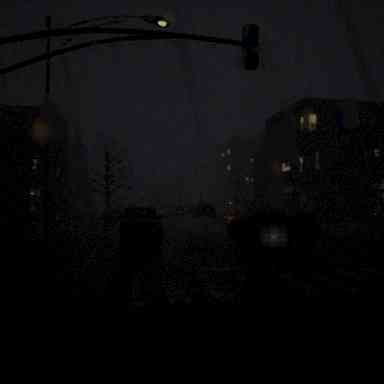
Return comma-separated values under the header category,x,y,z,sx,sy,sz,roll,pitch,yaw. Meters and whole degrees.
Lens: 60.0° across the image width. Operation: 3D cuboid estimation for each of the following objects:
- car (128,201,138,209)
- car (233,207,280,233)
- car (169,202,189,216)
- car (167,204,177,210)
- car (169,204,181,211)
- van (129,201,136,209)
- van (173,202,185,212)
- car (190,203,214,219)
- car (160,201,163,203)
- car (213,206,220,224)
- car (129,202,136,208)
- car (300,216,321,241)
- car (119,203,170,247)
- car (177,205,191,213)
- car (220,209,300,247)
category,x,y,z,sx,sy,sz,roll,pitch,yaw
car,-14.732,3.267,82.830,2.192,1.841,5.009,0,-1,-10
car,4.584,1.985,24.348,1.967,1.590,4.097,0,-1,-10
car,-2.149,2.553,46.302,1.882,1.535,5.008,0,-1,-10
car,-4.476,3.321,73.436,1.802,1.307,4.206,0,-1,-10
car,-3.469,3.151,67.983,1.887,1.381,4.507,0,-1,-10
van,-15.739,3.426,88.284,1.690,1.788,3.998,0,-1,-10
van,-2.464,2.815,62.533,1.690,1.788,3.998,0,-1,-10
car,1.562,2.259,40.714,2.192,1.841,5.009,0,-1,-10
car,-7.496,3.718,89.800,1.802,1.307,4.206,0,-1,-10
car,3.547,2.207,29.968,1.752,1.417,4.829,0,-1,-10
car,-16.745,3.657,93.736,1.967,1.590,4.097,0,-1,-10
car,5.591,1.978,18.890,1.947,1.339,4.313,0,-1,-10
car,-2.651,1.676,17.374,2.192,1.841,5.009,0,-1,-10
car,-1.455,2.923,57.073,1.802,1.307,4.206,0,-1,-10
car,3.253,1.858,17.197,2.128,1.511,4.902,0,-1,-10
